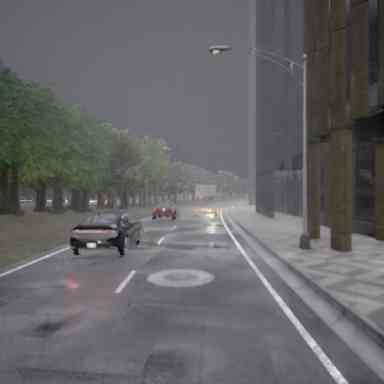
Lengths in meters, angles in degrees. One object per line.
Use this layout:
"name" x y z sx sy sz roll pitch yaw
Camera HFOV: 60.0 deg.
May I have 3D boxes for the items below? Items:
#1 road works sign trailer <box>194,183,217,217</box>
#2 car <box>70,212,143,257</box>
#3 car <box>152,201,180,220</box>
"road works sign trailer" 1.481 0.841 35.787 2.380 3.560 2.880 0 -1 -1
"car" -3.167 1.519 13.131 2.128 1.511 4.902 0 0 2
"car" -2.324 1.620 31.073 2.097 1.767 4.553 0 -1 4
